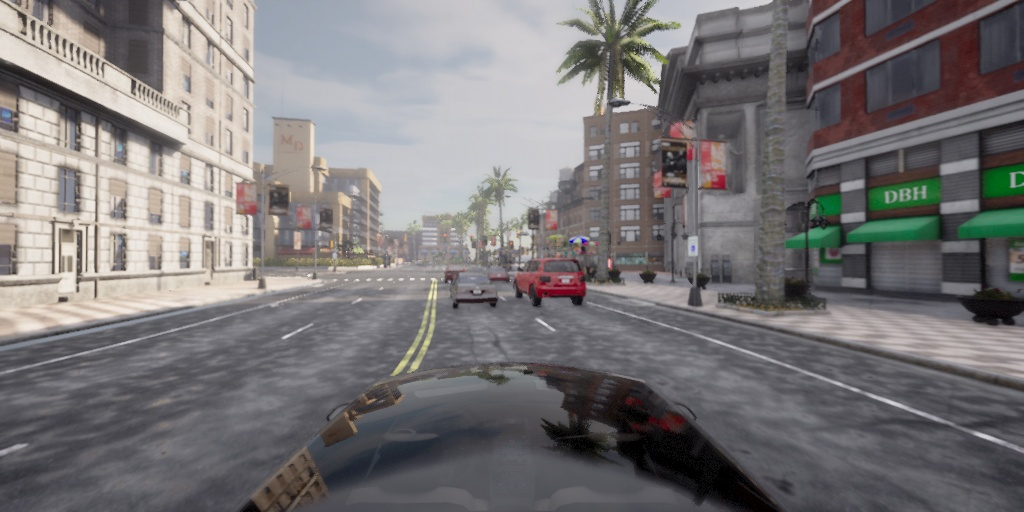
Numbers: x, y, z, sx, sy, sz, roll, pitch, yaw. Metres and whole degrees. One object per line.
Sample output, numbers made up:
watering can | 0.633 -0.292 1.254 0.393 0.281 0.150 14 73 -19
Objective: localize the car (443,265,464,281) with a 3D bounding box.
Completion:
car | -4.935 1.513 31.273 1.882 1.535 5.008 0 0 -11

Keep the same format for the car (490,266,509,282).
car | -1.467 1.599 31.768 1.994 1.385 4.181 0 -1 -11

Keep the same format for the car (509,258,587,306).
car | 1.600 1.106 16.828 2.150 2.045 5.566 0 0 -12

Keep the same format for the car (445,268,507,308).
car | -1.821 1.435 16.088 2.033 1.411 5.357 0 -1 -12
